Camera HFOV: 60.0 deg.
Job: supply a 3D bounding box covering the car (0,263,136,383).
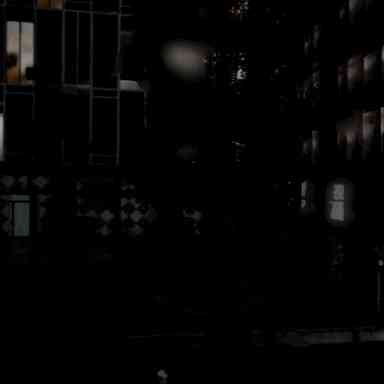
[{"bbox_3d":[-2.523,1.349,2.505,4.097,1.590,1.967,1,0,-8],"label":"car"}]
